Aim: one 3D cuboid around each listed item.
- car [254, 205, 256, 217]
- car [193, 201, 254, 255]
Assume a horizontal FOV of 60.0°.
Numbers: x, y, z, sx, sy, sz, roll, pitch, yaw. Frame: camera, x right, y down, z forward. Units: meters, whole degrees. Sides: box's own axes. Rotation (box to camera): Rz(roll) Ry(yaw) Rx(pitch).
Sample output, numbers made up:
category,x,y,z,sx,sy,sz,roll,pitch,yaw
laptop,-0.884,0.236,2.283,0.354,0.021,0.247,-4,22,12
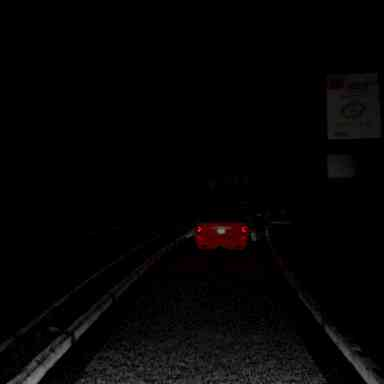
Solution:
category,x,y,z,sx,sy,sz,roll,pitch,yaw
car,4.852,1.576,30.663,1.882,1.535,5.008,-1,0,13
car,1.380,1.411,13.787,2.097,1.767,4.553,-1,-1,10
